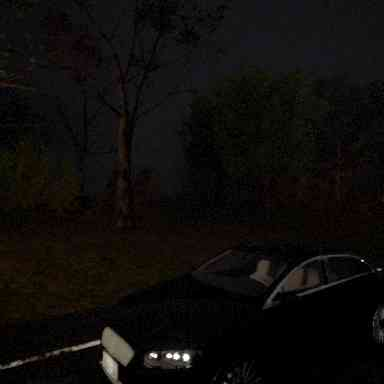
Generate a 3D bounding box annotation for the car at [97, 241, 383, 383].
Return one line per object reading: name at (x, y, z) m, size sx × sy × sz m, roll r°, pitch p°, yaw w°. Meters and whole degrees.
car at (1.162, 1.531, 4.820) m, size 4.902 × 1.511 × 2.128 m, roll 1°, pitch 0°, yaw -35°
